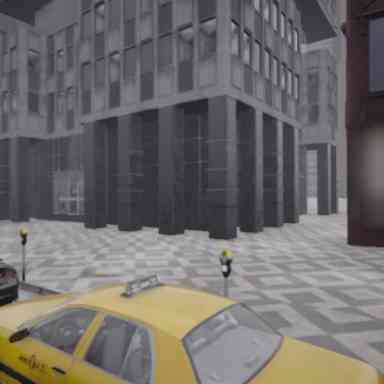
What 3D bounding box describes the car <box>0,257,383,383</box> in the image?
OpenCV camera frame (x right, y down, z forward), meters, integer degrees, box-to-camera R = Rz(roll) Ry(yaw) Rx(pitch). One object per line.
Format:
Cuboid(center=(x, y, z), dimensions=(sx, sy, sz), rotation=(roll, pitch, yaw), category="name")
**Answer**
Cuboid(center=(-0.700, 1.549, 3.460), dimensions=(4.829, 1.417, 1.752), rotation=(-1, 0, 36), category="car")
